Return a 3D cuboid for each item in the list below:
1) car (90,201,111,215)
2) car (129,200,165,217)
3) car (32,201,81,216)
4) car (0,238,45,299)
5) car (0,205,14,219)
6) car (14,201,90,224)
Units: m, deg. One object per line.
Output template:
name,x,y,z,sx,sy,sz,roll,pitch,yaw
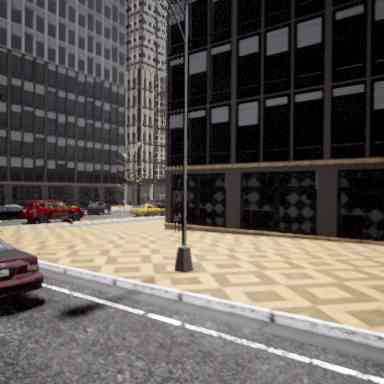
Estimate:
car,-11.411,1.831,37.648,1.837,1.490,4.892,1,0,37
car,-4.748,1.949,36.932,1.752,1.417,4.829,0,0,37
car,-15.043,1.801,37.111,1.752,1.417,4.829,0,0,37
car,-5.599,1.584,7.681,5.357,1.411,2.033,0,0,36
car,-16.879,1.849,30.245,1.895,1.301,4.718,1,0,36
car,-11.560,1.639,27.731,2.192,1.841,5.009,0,0,37
